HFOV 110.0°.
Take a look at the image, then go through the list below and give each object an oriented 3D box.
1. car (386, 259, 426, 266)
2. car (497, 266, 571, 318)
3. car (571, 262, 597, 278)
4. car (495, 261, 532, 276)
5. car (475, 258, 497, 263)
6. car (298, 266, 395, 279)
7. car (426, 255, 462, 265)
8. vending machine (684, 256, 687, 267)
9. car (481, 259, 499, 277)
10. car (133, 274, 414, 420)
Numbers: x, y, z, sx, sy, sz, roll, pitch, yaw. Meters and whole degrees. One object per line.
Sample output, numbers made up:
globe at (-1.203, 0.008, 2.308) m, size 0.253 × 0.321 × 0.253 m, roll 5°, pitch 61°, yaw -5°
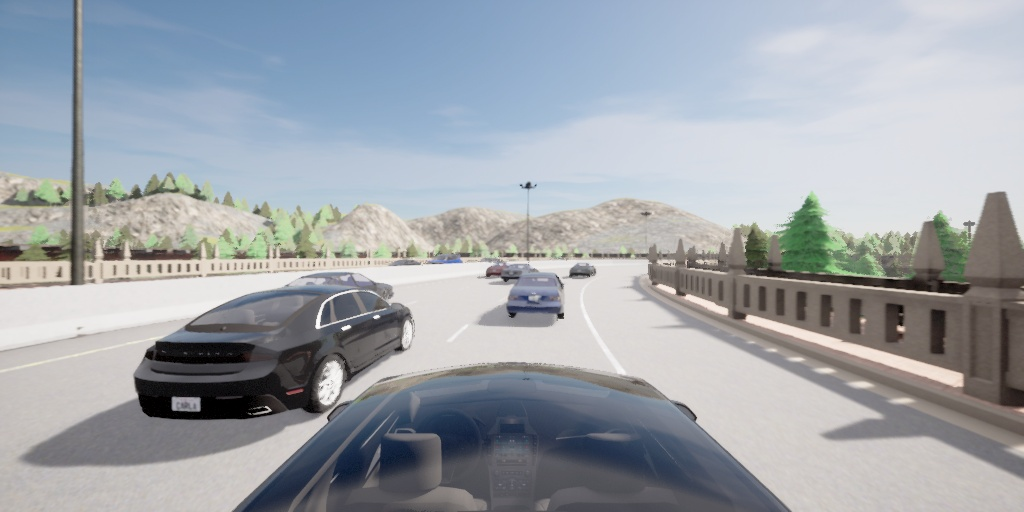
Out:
car at (-12.705, 1.126, 42.117) m, size 1.837 × 1.490 × 4.892 m, roll 0°, pitch 0°, yaw 23°
car at (1.001, 1.281, 13.003) m, size 2.033 × 1.411 × 5.357 m, roll 0°, pitch 0°, yaw 8°
car at (6.768, 1.284, 33.843) m, size 1.994 × 1.385 × 4.181 m, roll 0°, pitch 0°, yaw 22°
car at (0.721, 1.253, 27.600) m, size 2.033 × 1.411 × 5.357 m, roll 0°, pitch 0°, yaw 18°
car at (-3.203, 1.004, 46.066) m, size 2.097 × 1.767 × 4.553 m, roll 0°, pitch 0°, yaw 28°
car at (-6.109, 1.251, 12.579) m, size 2.033 × 1.411 × 5.357 m, roll 0°, pitch 0°, yaw 7°
car at (-8.254, 0.854, 43.724) m, size 2.150 × 2.045 × 5.566 m, roll 0°, pitch 1°, yaw 24°
vending machine at (23.719, 0.961, 48.283) m, size 1.100 × 2.100 × 0.880 m, roll 0°, pitch 0°, yaw 37°
car at (-0.866, 1.251, 33.504) m, size 1.994 × 1.385 × 4.181 m, roll 0°, pitch 0°, yaw 20°
car at (-3.143, 1.233, 6.012) m, size 1.837 × 1.490 × 4.892 m, roll 0°, pitch 0°, yaw 3°
